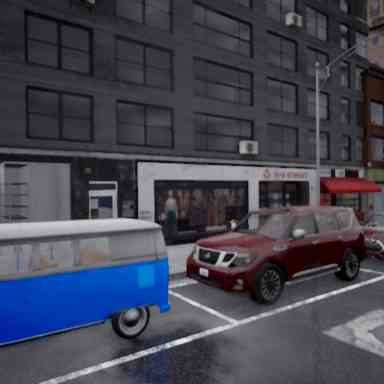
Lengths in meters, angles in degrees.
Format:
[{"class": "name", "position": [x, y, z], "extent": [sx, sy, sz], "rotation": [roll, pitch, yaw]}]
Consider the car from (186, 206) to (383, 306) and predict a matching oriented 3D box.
[{"class": "car", "position": [2.285, 1.295, 8.177], "extent": [5.009, 1.841, 2.192], "rotation": [0, -1, -35]}]

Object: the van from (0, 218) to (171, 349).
[{"class": "van", "position": [-2.262, 1.338, 4.933], "extent": [3.998, 1.788, 1.690], "rotation": [0, -1, -35]}]
